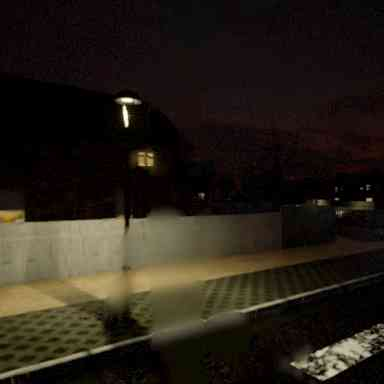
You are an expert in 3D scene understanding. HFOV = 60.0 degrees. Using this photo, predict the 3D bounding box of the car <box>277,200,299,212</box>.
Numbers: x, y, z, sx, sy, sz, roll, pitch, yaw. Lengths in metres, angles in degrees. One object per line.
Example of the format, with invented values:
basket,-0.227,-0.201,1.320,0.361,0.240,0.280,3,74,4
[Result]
car,13.472,1.956,46.869,2.097,1.767,4.553,1,-1,0
